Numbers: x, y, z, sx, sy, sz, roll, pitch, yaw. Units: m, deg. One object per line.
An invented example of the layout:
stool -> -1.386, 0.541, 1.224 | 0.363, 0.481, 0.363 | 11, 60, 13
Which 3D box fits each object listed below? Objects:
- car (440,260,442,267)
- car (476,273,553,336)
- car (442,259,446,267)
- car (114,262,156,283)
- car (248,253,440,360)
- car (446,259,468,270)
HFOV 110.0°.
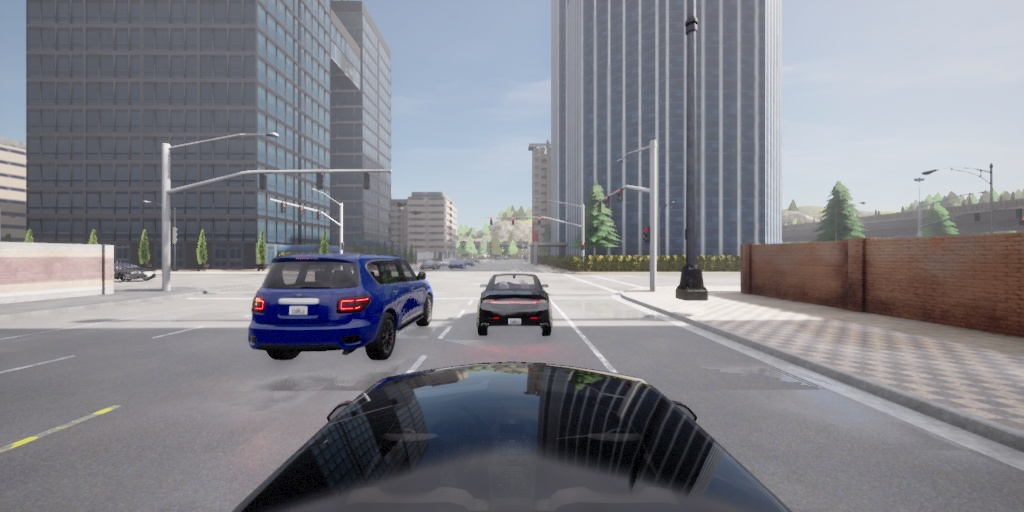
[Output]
car -> -11.350, 1.264, 49.460 | 1.812, 1.442, 4.674 | 0, 0, -1
car -> 0.066, 1.239, 10.379 | 2.128, 1.511, 4.902 | 0, 0, 0
car -> -11.492, 1.261, 62.307 | 1.812, 1.442, 4.674 | 0, 0, -1
car -> -30.429, 1.235, 27.648 | 4.902, 1.511, 2.128 | 0, 0, 0
car -> -3.435, 0.970, 8.465 | 2.150, 2.045, 5.566 | 0, 0, 0
car -> -7.903, 1.215, 51.929 | 1.882, 1.535, 5.008 | 0, 0, -1
